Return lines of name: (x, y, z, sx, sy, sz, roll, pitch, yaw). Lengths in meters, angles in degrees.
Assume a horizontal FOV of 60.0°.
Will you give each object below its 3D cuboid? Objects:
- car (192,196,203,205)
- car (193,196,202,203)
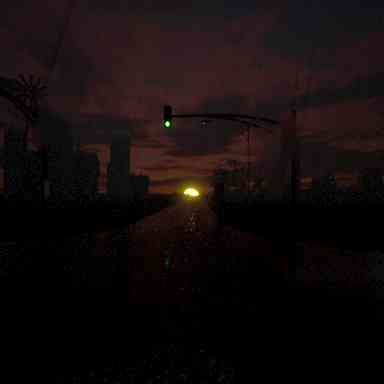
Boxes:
car: (0.982, 1.567, 58.455, 2.033, 1.411, 5.357, 0, 0, 1)
car: (1.164, 1.533, 68.876, 1.837, 1.490, 4.892, 0, 0, 1)
